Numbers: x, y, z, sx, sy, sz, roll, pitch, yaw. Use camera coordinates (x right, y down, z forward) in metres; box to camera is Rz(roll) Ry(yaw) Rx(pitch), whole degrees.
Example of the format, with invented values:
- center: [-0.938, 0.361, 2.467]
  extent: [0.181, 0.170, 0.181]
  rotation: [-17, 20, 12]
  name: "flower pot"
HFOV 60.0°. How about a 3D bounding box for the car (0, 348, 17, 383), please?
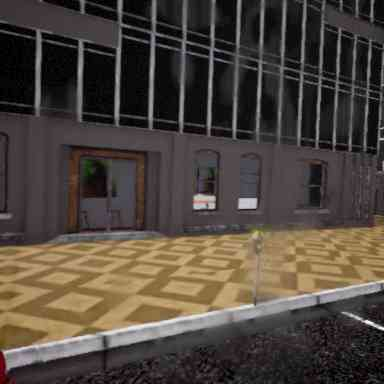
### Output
- center: [-2.988, 1.410, 1.253]
  extent: [4.206, 1.307, 1.802]
  rotation: [1, 2, -29]
  name: "car"
